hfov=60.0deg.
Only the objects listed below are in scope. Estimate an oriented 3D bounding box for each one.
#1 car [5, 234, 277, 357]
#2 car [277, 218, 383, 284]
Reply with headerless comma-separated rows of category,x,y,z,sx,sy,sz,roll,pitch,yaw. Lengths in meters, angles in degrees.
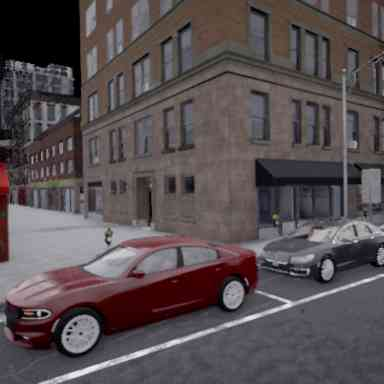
car,-0.783,1.512,5.967,4.507,1.381,1.887,-1,0,-35
car,3.776,1.448,9.188,4.403,1.369,2.008,-1,0,-35
